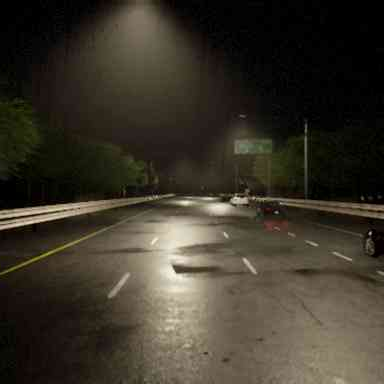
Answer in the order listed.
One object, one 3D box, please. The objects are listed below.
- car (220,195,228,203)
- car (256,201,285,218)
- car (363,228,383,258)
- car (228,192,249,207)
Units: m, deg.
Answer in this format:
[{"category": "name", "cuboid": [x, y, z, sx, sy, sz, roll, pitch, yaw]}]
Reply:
[{"category": "car", "cuboid": [7.242, 1.322, 70.937, 2.097, 1.767, 4.553, 0, 0, 0]}, {"category": "car", "cuboid": [7.050, 1.536, 29.960, 1.812, 1.442, 4.674, 0, 0, 0]}, {"category": "car", "cuboid": [7.006, 1.509, 9.939, 1.837, 1.490, 4.892, 0, 0, 0]}, {"category": "car", "cuboid": [7.137, 1.228, 49.991, 2.150, 2.045, 5.566, 0, 0, 0]}]
